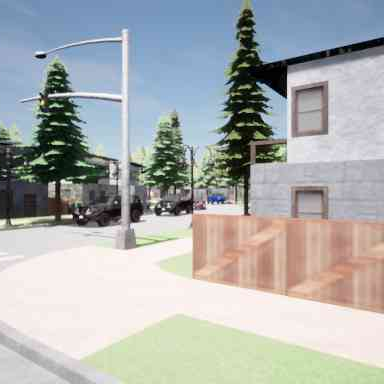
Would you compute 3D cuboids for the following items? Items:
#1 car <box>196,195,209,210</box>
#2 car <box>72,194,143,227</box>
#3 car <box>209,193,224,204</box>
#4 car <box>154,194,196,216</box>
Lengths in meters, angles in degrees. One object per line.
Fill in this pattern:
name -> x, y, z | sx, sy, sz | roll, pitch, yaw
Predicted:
car -> 0.535, 1.328, 42.058 | 2.097, 1.767, 4.553 | 0, 0, 9
car -> -5.618, 1.199, 23.083 | 2.150, 2.045, 5.566 | 0, 0, 27
car -> 4.296, 1.196, 60.841 | 2.150, 2.045, 5.566 | 0, 0, -9
car -> -1.723, 1.198, 32.459 | 2.150, 2.045, 5.566 | 0, 0, 18
